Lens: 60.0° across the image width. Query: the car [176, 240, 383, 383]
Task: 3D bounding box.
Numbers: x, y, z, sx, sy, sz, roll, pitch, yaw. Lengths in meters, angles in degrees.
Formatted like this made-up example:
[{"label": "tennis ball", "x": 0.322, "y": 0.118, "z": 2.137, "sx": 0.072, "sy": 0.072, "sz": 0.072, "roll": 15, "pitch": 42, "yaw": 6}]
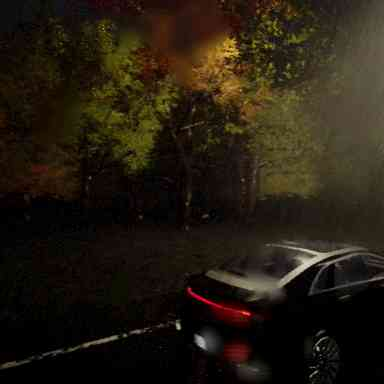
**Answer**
[{"label": "car", "x": 2.080, "y": 1.532, "z": 5.232, "sx": 4.902, "sy": 1.511, "sz": 2.128, "roll": 1, "pitch": 0, "yaw": -36}]
